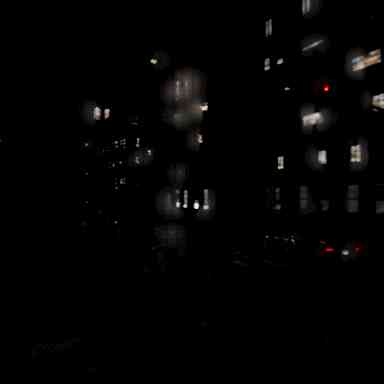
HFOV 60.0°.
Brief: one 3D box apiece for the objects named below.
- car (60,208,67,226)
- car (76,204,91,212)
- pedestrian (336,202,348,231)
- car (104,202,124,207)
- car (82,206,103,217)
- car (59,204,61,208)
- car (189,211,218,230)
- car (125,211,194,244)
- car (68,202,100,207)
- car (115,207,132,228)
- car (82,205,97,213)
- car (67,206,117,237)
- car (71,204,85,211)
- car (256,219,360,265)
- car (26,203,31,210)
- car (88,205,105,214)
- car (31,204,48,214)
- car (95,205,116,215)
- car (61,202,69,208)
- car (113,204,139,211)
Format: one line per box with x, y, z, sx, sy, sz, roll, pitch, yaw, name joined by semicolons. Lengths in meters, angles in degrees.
-9.198;2.189;26.303;1.802;1.307;4.206;-1;-1;-29;car
-20.990;3.059;64.154;1.947;1.339;4.313;-1;-1;-29;car
7.908;1.428;17.660;0.375;1.860;0.375;-1;0;-29;pedestrian
-10.315;2.316;44.706;2.192;1.841;5.009;-1;-1;-29;car
-13.711;2.650;45.688;1.895;1.301;4.718;0;-1;-28;car
-34.422;3.634;88.618;1.752;1.417;4.829;-1;-1;-29;car
0.373;2.089;25.253;1.802;1.307;4.206;-1;-1;-29;car
-1.928;1.942;18.198;1.994;1.385;4.181;0;-1;-29;car
-11.560;2.176;35.769;2.097;1.767;4.553;0;-1;-29;car
-6.713;2.163;26.910;1.994;1.385;4.181;0;-1;-29;car
-18.320;2.952;59.291;1.802;1.307;4.206;-1;-1;-29;car
-6.531;1.923;21.442;1.967;1.590;4.097;-1;-1;-29;car
-23.660;3.166;69.017;2.008;1.369;4.403;-1;-1;-29;car
4.142;1.735;12.526;1.812;1.442;4.674;1;-1;-15;car
-38.487;3.480;79.647;1.752;1.417;4.829;-1;-1;-29;car
-15.650;2.829;54.428;1.802;1.307;4.206;-1;-1;-29;car
-25.220;2.787;55.483;1.967;1.590;4.097;-1;-1;-29;car
-12.981;2.675;49.566;2.008;1.369;4.403;-1;-1;-29;car
-29.005;3.175;78.747;2.192;1.841;5.009;-1;-1;-29;car
-7.641;2.443;39.840;1.947;1.339;4.313;-1;-1;-29;car
